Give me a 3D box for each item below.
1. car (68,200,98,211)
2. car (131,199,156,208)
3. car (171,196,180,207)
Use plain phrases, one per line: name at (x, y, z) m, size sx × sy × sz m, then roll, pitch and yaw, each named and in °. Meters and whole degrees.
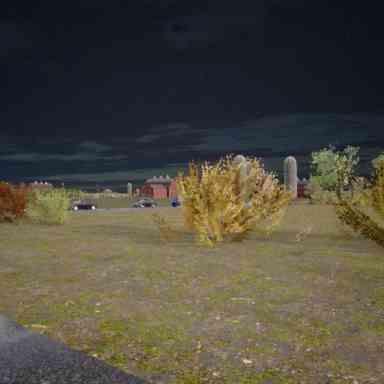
car at (-15.726, 1.885, 47.200) m, size 1.837 × 1.490 × 4.892 m, roll -1°, pitch -1°, yaw 36°
car at (-8.293, 2.025, 57.491) m, size 1.837 × 1.490 × 4.892 m, roll -1°, pitch -1°, yaw 36°
car at (-1.455, 1.753, 60.813) m, size 2.150 × 2.045 × 5.566 m, roll -1°, pitch -1°, yaw 36°
